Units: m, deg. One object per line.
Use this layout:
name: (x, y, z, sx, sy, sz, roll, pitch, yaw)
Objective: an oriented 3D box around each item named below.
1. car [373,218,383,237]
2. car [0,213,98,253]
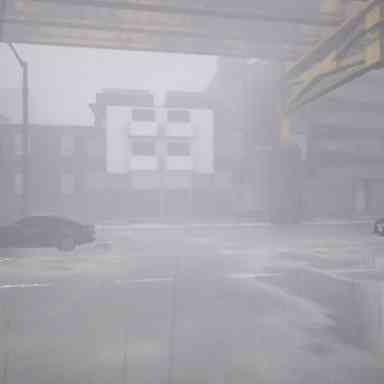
car: (11.226, 1.491, 15.958, 4.902, 1.511, 2.128, 0, 0, -9)
car: (-6.150, 1.586, 13.152, 4.674, 1.442, 1.812, 0, 0, -9)
